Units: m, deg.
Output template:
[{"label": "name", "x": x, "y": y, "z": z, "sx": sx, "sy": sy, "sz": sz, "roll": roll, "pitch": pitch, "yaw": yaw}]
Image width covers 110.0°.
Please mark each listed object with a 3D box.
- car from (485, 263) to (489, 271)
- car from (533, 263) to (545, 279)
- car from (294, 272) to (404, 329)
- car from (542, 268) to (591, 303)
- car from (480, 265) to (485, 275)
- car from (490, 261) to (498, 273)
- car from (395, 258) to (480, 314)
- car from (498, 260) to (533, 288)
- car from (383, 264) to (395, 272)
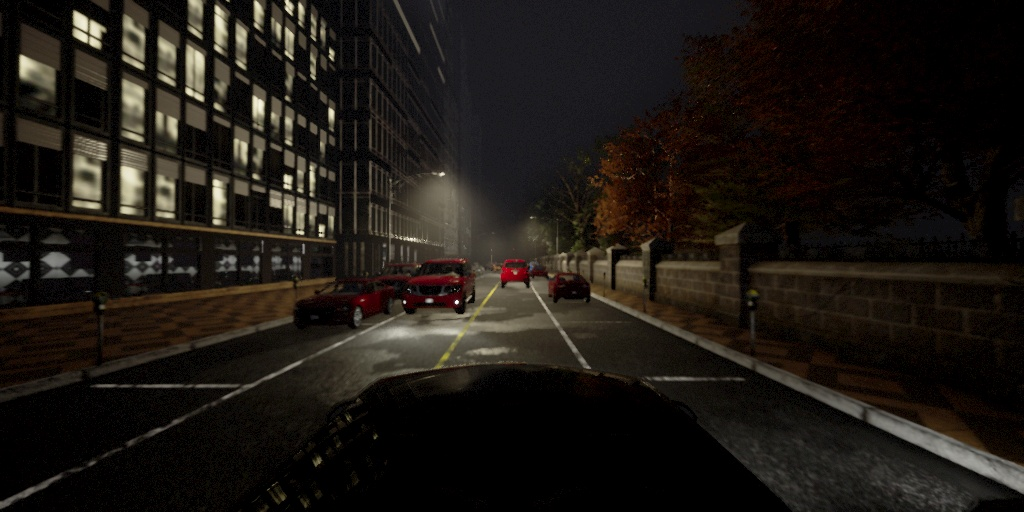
[{"label": "car", "x": -4.848, "y": 1.966, "z": 51.229, "sx": 2.007, "sy": 1.370, "sz": 4.403, "roll": 0, "pitch": 0, "yaw": 1}, {"label": "car", "x": 3.092, "y": 1.820, "z": 40.675, "sx": 1.888, "sy": 1.381, "sz": 4.507, "roll": 0, "pitch": 0, "yaw": 1}, {"label": "car", "x": -5.288, "y": 1.431, "z": 11.867, "sx": 1.888, "sy": 1.381, "sz": 4.507, "roll": 0, "pitch": 0, "yaw": 0}, {"label": "car", "x": 2.778, "y": 1.516, "z": 18.116, "sx": 1.888, "sy": 1.381, "sz": 4.507, "roll": 0, "pitch": 0, "yaw": 1}, {"label": "car", "x": -4.979, "y": 1.890, "z": 45.610, "sx": 2.007, "sy": 1.370, "sz": 4.403, "roll": 0, "pitch": 0, "yaw": 1}, {"label": "car", "x": -1.963, "y": 2.003, "z": 58.270, "sx": 1.882, "sy": 1.535, "sz": 5.008, "roll": 0, "pitch": -1, "yaw": 1}, {"label": "car", "x": -2.800, "y": 1.141, "z": 14.987, "sx": 2.150, "sy": 2.045, "sz": 5.566, "roll": 0, "pitch": 0, "yaw": 0}, {"label": "car", "x": 0.284, "y": 1.328, "z": 28.029, "sx": 2.150, "sy": 2.045, "sz": 5.566, "roll": 0, "pitch": 0, "yaw": 1}, {"label": "car", "x": -5.252, "y": 1.276, "z": 17.493, "sx": 2.192, "sy": 1.841, "sz": 5.009, "roll": 0, "pitch": 0, "yaw": 0}]
